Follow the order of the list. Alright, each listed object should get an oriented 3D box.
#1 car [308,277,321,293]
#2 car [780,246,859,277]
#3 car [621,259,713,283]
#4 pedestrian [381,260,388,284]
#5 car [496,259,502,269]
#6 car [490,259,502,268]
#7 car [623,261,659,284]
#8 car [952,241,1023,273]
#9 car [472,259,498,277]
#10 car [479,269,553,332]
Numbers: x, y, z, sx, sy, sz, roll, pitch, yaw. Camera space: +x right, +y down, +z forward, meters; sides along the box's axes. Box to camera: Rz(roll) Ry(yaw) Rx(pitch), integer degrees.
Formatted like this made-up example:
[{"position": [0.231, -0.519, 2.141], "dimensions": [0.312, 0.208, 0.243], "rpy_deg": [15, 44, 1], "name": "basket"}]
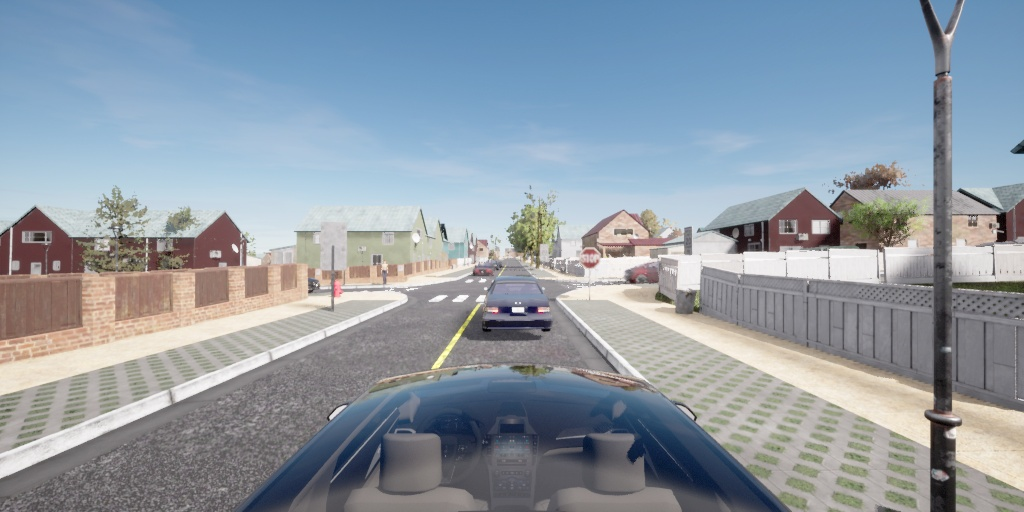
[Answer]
[{"position": [-14.048, 1.576, 21.314], "dimensions": [4.892, 1.490, 1.837], "rpy_deg": [-2, -1, -1], "name": "car"}, {"position": [20.688, 0.409, 24.395], "dimensions": [5.566, 2.045, 2.150], "rpy_deg": [-2, -1, 0], "name": "car"}, {"position": [10.409, 1.013, 24.385], "dimensions": [5.357, 1.411, 2.033], "rpy_deg": [-2, -1, 1], "name": "car"}, {"position": [-9.644, 1.212, 27.177], "dimensions": [0.375, 1.860, 0.375], "rpy_deg": [0, 0, 0], "name": "pedestrian"}, {"position": [-2.746, 1.242, 48.630], "dimensions": [2.128, 1.511, 4.902], "rpy_deg": [0, 0, 0], "name": "car"}, {"position": [-2.709, 1.272, 61.613], "dimensions": [1.812, 1.442, 4.674], "rpy_deg": [0, 1, 0], "name": "car"}, {"position": [8.878, 1.009, 21.520], "dimensions": [4.181, 1.385, 1.994], "rpy_deg": [-2, -1, 2], "name": "car"}, {"position": [32.974, 0.082, 24.432], "dimensions": [5.566, 2.045, 2.150], "rpy_deg": [-1, -1, 0], "name": "car"}, {"position": [-2.784, 1.316, 35.678], "dimensions": [1.994, 1.385, 4.181], "rpy_deg": [0, 0, 0], "name": "car"}, {"position": [0.093, 1.300, 10.848], "dimensions": [2.033, 1.411, 5.357], "rpy_deg": [0, 0, -1], "name": "car"}]
